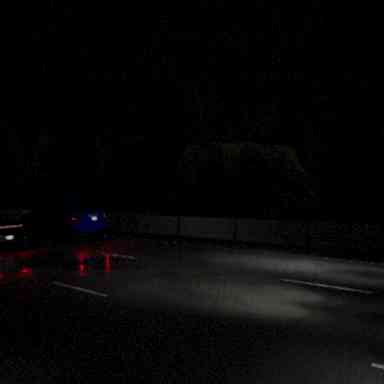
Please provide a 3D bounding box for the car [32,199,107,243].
[{"bbox_3d":[-6.859,1.394,17.477,5.566,2.045,2.150,-1,-1,35],"label":"car"}]

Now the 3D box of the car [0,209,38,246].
[{"bbox_3d":[-9.415,1.672,15.000,4.902,1.511,2.128,-1,-1,35],"label":"car"}]
